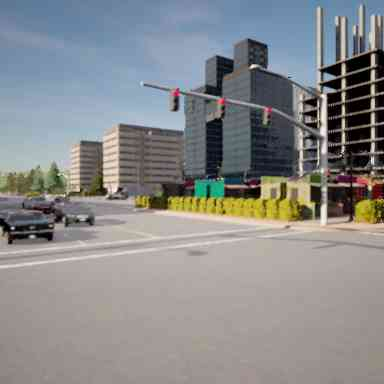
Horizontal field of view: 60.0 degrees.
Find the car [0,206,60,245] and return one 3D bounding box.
[{"bbox_3d":[-7.896,1.565,15.826,1.895,1.301,4.718,0,0,-33],"label":"car"}]

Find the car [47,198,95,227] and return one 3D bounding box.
[{"bbox_3d":[-7.990,1.426,22.366,2.128,1.511,4.902,0,0,-33],"label":"car"}]

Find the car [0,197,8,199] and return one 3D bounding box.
[{"bbox_3d":[-18.315,1.292,31.789,2.097,1.767,4.553,0,0,-33],"label":"car"}]

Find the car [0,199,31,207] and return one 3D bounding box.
[{"bbox_3d":[-12.818,1.458,23.359,1.837,1.490,4.892,0,0,-33],"label":"car"}]

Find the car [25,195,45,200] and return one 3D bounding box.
[{"bbox_3d":[-18.418,1.401,38.368,2.128,1.511,4.902,0,0,-33],"label":"car"}]

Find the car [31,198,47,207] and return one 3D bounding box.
[{"bbox_3d":[-13.053,1.523,30.126,1.895,1.301,4.718,0,0,-33],"label":"car"}]

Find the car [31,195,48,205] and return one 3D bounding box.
[{"bbox_3d":[-26.050,1.365,56.792,1.837,1.490,4.892,0,0,-33],"label":"car"}]

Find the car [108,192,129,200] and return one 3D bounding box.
[{"bbox_3d":[-15.721,0.891,73.319,3.866,1.878,1.905,0,0,-35],"label":"car"}]

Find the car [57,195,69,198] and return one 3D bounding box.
[{"bbox_3d":[-22.449,1.331,57.677,2.128,1.511,4.902,0,0,-33],"label":"car"}]

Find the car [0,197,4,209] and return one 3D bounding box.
[{"bbox_3d":[-26.385,1.468,44.275,2.033,1.411,5.357,0,0,-33],"label":"car"}]

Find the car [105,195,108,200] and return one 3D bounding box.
[{"bbox_3d":[-17.320,0.884,75.732,4.605,1.855,1.932,0,0,-35],"label":"car"}]
